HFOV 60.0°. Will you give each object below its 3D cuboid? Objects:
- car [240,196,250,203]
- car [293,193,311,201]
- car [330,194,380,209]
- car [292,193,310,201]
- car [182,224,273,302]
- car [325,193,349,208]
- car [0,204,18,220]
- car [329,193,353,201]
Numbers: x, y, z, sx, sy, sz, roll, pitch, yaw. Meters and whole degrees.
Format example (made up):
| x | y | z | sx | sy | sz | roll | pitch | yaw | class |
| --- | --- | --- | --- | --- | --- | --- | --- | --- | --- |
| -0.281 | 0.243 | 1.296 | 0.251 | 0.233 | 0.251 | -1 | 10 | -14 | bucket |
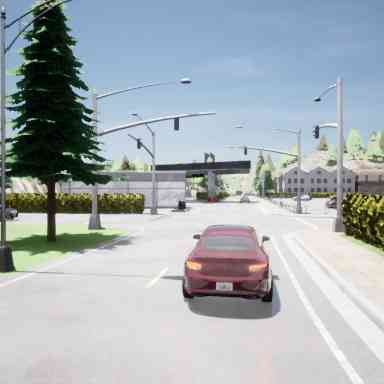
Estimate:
| x | y | z | sx | sy | sz | roll | pitch | yaw | class |
| --- | --- | --- | --- | --- | --- | --- | --- | --- | --- |
| 10.847 | 1.526 | 68.051 | 1.812 | 1.442 | 4.674 | 0 | 0 | 10 | car |
| 26.032 | 1.077 | 79.029 | 3.866 | 1.878 | 1.905 | 0 | 0 | 9 | car |
| 19.082 | 1.340 | 38.905 | 4.514 | 1.523 | 2.007 | 0 | 0 | 9 | car |
| 24.902 | 1.361 | 75.843 | 3.806 | 1.475 | 1.970 | 0 | 0 | 9 | car |
| 0.939 | 1.526 | 8.223 | 1.812 | 1.442 | 4.674 | 0 | 0 | 9 | car |
| 19.527 | 1.330 | 42.010 | 5.027 | 1.636 | 2.152 | 0 | 0 | 9 | car |
| -16.209 | 1.492 | 26.253 | 4.902 | 1.511 | 2.128 | 0 | 0 | 9 | car |
| 33.280 | 1.097 | 74.538 | 4.605 | 1.855 | 1.932 | 0 | 0 | 9 | car |
